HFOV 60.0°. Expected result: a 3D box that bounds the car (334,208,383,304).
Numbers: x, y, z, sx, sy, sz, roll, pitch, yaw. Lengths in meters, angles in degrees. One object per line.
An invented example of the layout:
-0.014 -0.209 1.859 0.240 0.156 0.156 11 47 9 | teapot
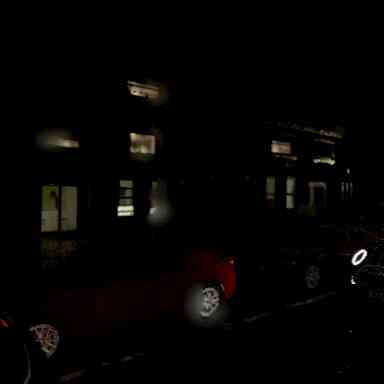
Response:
5.385 1.311 7.194 4.553 1.767 2.097 0 0 -35 | car

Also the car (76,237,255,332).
-1.245 1.534 5.745 4.507 1.381 1.887 0 1 -35 | car

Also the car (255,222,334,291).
3.427 1.507 8.978 4.507 1.381 1.887 0 1 -35 | car

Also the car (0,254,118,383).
-2.863 1.360 1.272 4.553 1.767 2.097 0 0 -37 | car

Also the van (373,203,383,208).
8.062 1.276 12.273 3.998 1.788 1.690 0 1 -35 | van
